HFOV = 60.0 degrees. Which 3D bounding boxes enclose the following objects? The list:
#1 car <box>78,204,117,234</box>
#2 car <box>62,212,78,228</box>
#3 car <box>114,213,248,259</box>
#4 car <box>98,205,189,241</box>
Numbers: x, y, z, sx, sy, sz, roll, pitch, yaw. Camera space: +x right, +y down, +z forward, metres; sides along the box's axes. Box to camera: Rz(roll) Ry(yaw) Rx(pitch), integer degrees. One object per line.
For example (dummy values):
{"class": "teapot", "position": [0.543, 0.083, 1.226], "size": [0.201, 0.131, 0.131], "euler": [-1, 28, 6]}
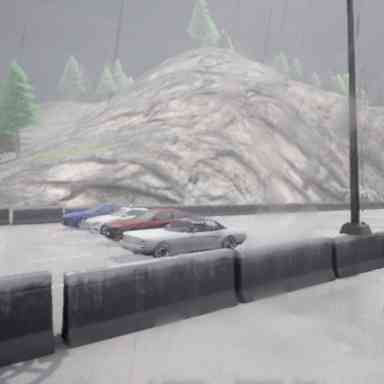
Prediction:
{"class": "car", "position": [-3.579, 1.580, 18.632], "size": [4.674, 1.442, 1.812], "euler": [1, 0, -35]}
{"class": "car", "position": [-5.685, 1.531, 21.429], "size": [5.008, 1.535, 1.882], "euler": [1, 0, -35]}
{"class": "car", "position": [-0.220, 1.649, 12.431], "size": [4.718, 1.301, 1.895], "euler": [0, 0, -35]}
{"class": "car", "position": [-1.570, 1.532, 15.766], "size": [5.008, 1.535, 1.882], "euler": [1, 0, -35]}
